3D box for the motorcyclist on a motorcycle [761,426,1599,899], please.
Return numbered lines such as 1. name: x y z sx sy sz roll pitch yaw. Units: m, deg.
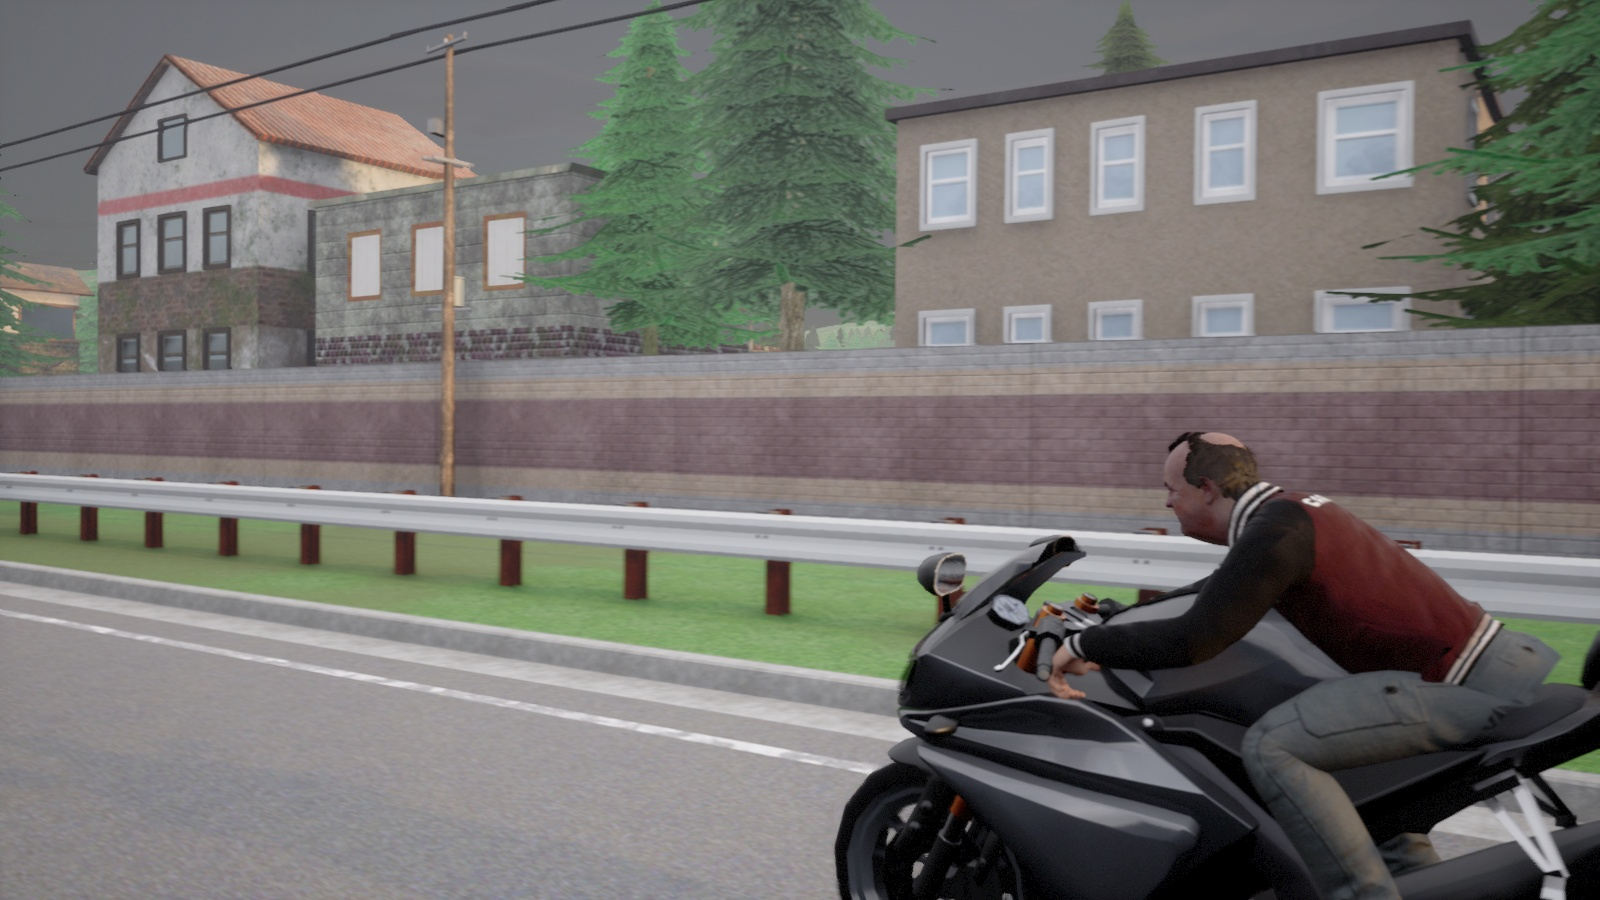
1. motorcyclist on a motorcycle: 1.061 0.717 2.919 2.191 1.530 0.866 0 1 34
